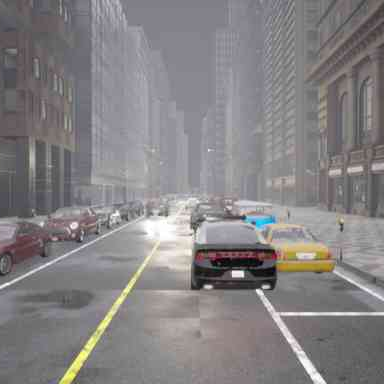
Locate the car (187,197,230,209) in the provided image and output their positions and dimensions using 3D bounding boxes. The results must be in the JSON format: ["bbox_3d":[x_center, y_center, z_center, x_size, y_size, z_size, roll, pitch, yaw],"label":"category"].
[{"bbox_3d":[0.934,1.352,19.050,2.097,1.767,4.553,0,0,0],"label":"car"}]

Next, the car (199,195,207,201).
[{"bbox_3d":[2.925,1.584,88.660,1.887,1.381,4.507,0,0,0],"label":"car"}]

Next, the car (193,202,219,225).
[{"bbox_3d":[0.946,1.528,25.079,1.812,1.442,4.674,0,0,0],"label":"car"}]

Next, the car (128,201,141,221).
[{"bbox_3d":[-5.715,1.568,27.044,1.947,1.339,4.313,0,0,0],"label":"car"}]

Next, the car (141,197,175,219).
[{"bbox_3d":[-2.945,1.495,29.599,2.128,1.511,4.902,0,0,0],"label":"car"}]

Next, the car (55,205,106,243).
[{"bbox_3d":[-5.737,1.440,15.839,1.967,1.590,4.097,0,0,0],"label":"car"}]

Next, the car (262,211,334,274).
[{"bbox_3d":[2.778,1.525,10.406,1.752,1.417,4.829,0,0,0],"label":"car"}]

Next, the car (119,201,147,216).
[{"bbox_3d":[-5.705,1.570,32.645,1.947,1.339,4.313,0,0,0],"label":"car"}]

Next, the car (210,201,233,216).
[{"bbox_3d":[2.820,1.586,32.643,1.802,1.307,4.206,0,0,0],"label":"car"}]

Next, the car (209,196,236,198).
[{"bbox_3d":[2.809,1.317,27.041,2.192,1.841,5.009,0,0,0],"label":"car"}]

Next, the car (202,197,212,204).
[{"bbox_3d":[2.883,1.606,66.253,1.802,1.307,4.206,0,0,0],"label":"car"}]

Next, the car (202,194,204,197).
[{"bbox_3d":[2.851,1.454,49.448,1.967,1.590,4.097,0,0,0],"label":"car"}]

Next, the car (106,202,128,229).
[{"bbox_3d":[-5.726,1.552,21.442,2.008,1.369,4.403,0,0,0],"label":"car"}]

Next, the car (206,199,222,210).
[{"bbox_3d":[2.841,1.576,43.846,1.947,1.339,4.313,0,0,0],"label":"car"}]

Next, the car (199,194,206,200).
[{"bbox_3d":[2.935,1.483,94.262,1.967,1.590,4.097,0,0,0],"label":"car"}]

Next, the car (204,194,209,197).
[{"bbox_3d":[2.830,1.322,38.244,2.192,1.841,5.009,0,0,0],"label":"car"}]

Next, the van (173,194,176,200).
[{"bbox_3d":[-5.611,1.377,83.065,1.690,1.788,3.998,0,0,0],"label":"van"}]

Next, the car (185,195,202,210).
[{"bbox_3d":[0.104,1.536,43.696,1.812,1.442,4.674,0,0,1],"label":"car"}]

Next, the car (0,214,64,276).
[{"bbox_3d":[-5.747,1.582,10.238,1.802,1.307,4.206,0,0,0],"label":"car"}]

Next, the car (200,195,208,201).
[{"bbox_3d":[2.915,1.580,83.058,1.887,1.381,4.507,0,0,0],"label":"car"}]

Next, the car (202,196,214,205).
[{"bbox_3d":[2.872,1.461,60.651,1.967,1.590,4.097,0,0,0],"label":"car"}]

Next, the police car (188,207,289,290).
[{"bbox_3d":[0.916,1.425,9.189,1.930,1.638,5.238,0,0,0],"label":"police car"}]

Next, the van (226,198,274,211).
[{"bbox_3d":[2.788,1.341,15.838,1.690,1.788,3.998,0,0,0],"label":"van"}]

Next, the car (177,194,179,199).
[{"bbox_3d":[-5.590,1.588,94.269,1.887,1.381,4.507,0,0,0],"label":"car"}]

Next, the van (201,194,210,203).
[{"bbox_3d":[2.893,1.369,71.854,1.690,1.788,3.998,0,0,0],"label":"van"}]

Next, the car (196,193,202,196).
[{"bbox_3d":[0.106,1.370,55.780,2.097,1.767,4.553,0,0,0],"label":"car"}]

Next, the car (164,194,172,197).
[{"bbox_3d":[-5.643,1.465,66.259,1.967,1.590,4.097,0,0,0],"label":"car"}]
